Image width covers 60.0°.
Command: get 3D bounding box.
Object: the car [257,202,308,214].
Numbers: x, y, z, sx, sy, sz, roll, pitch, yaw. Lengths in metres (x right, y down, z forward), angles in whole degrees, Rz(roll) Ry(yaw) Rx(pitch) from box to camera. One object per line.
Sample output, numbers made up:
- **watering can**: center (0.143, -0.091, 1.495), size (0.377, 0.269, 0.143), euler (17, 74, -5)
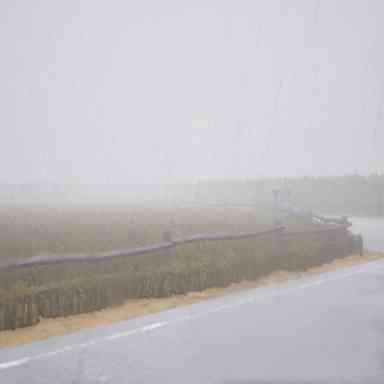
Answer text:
- **car**: center (7.883, 1.594, 30.002), size (2.033, 1.411, 5.357), euler (0, 0, -32)
